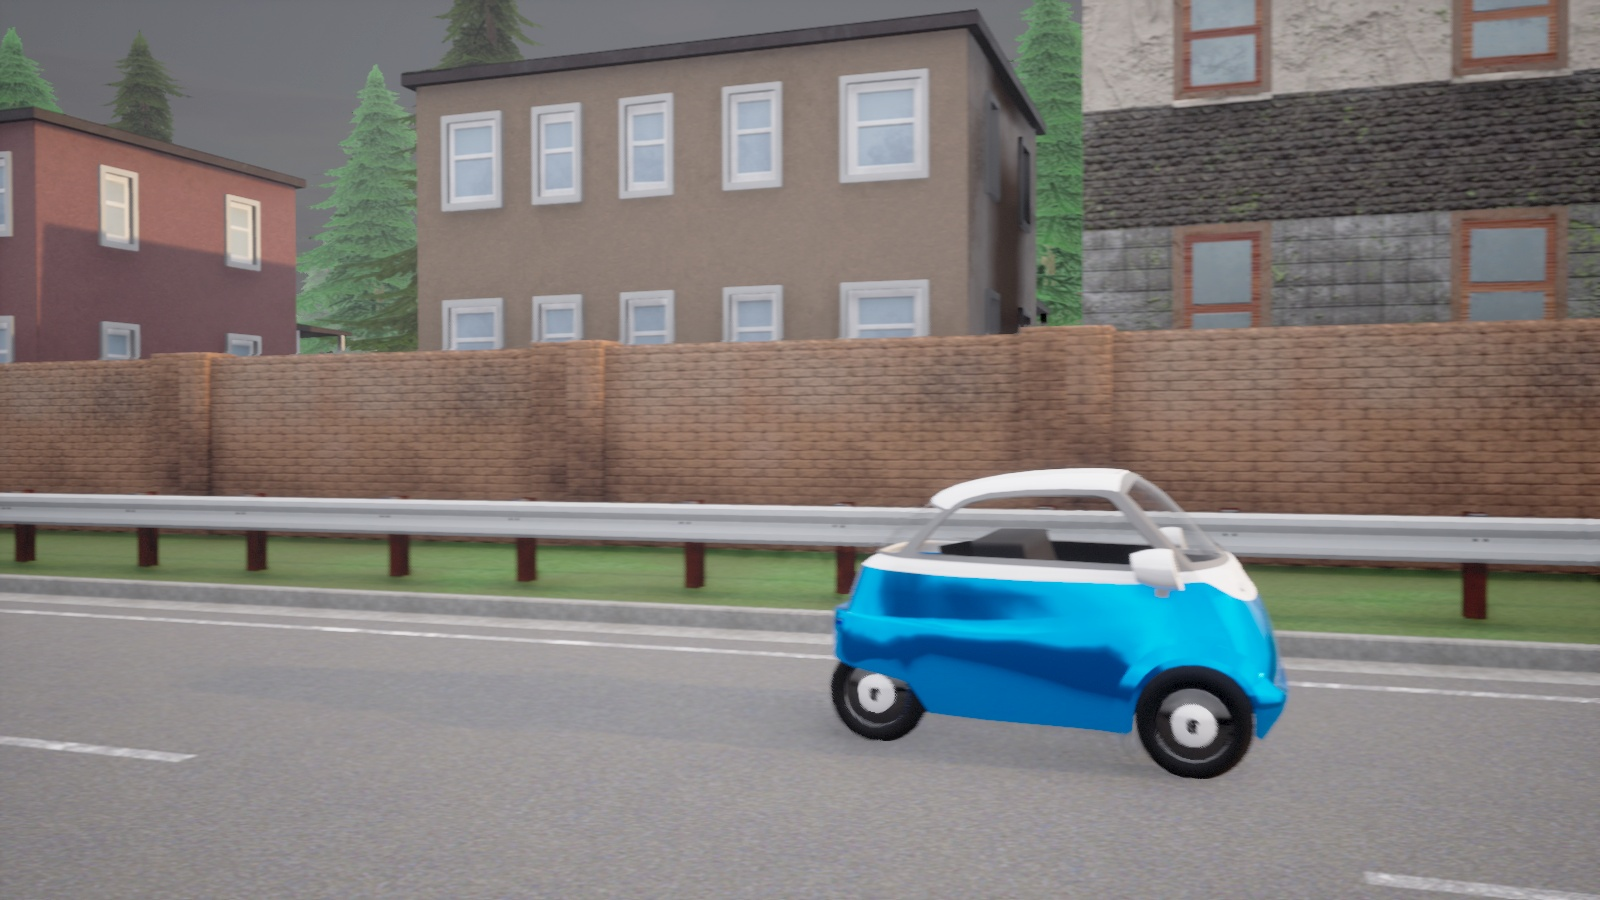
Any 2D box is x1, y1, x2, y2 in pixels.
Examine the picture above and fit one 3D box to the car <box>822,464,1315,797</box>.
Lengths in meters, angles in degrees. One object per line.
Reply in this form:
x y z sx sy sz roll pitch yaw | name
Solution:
1.388 0.784 6.419 2.207 1.376 1.481 0 1 19 | car
